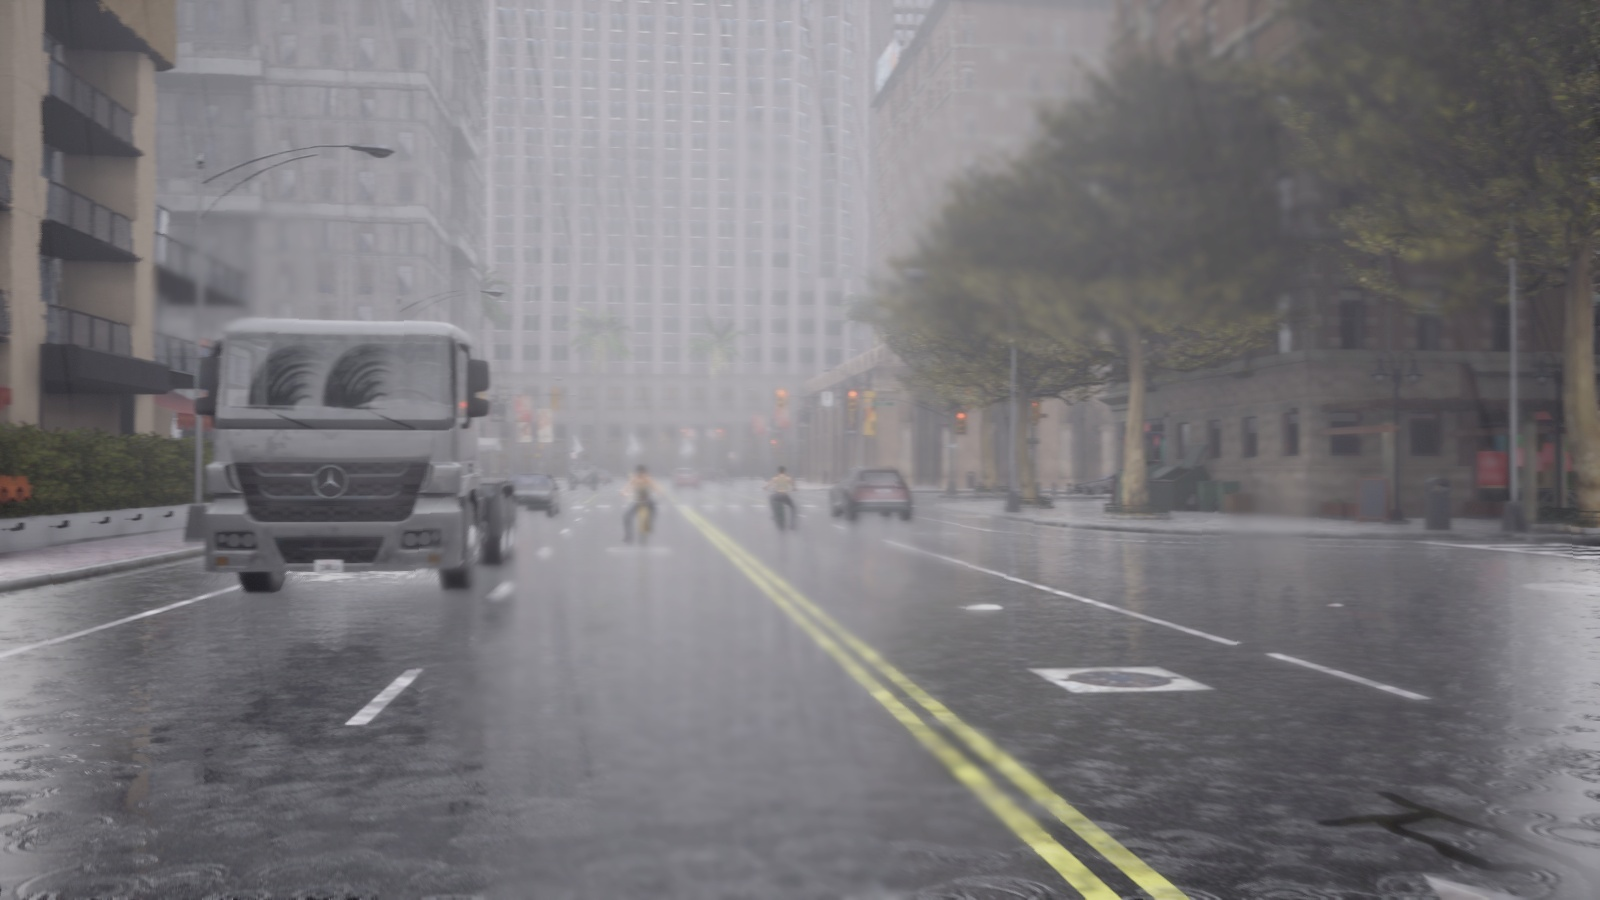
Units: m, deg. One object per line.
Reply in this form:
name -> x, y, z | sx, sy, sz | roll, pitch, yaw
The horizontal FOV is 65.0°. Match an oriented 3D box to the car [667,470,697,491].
car -> -8.580, 2.209, 91.086 | 1.970, 1.475, 3.806 | 0, -1, -8

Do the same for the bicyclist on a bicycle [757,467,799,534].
bicyclist on a bicycle -> -0.567, 1.224, 31.143 | 0.866, 1.612, 1.509 | 0, -1, -8

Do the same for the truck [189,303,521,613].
truck -> -5.872, 0.138, 18.104 | 2.891, 3.462, 7.936 | 0, -1, -7

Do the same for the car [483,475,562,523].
car -> -8.905, 1.529, 40.711 | 2.033, 1.411, 5.357 | 0, -1, -8

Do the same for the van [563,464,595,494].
van -> -14.845, 1.932, 84.439 | 1.775, 1.987, 4.442 | 0, -1, -5

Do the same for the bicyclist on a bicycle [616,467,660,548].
bicyclist on a bicycle -> -3.328, 1.159, 25.828 | 0.866, 1.612, 1.509 | 0, -1, -8

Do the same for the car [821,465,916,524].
car -> 2.004, 1.312, 38.347 | 2.033, 1.649, 4.856 | 0, -1, -8

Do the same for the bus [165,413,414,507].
bus -> -23.955, 0.478, 59.609 | 10.273, 4.253, 3.944 | 0, -1, -7

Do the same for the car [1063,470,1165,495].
car -> 18.222, 1.862, 72.921 | 5.357, 1.411, 2.033 | 0, -1, -6
